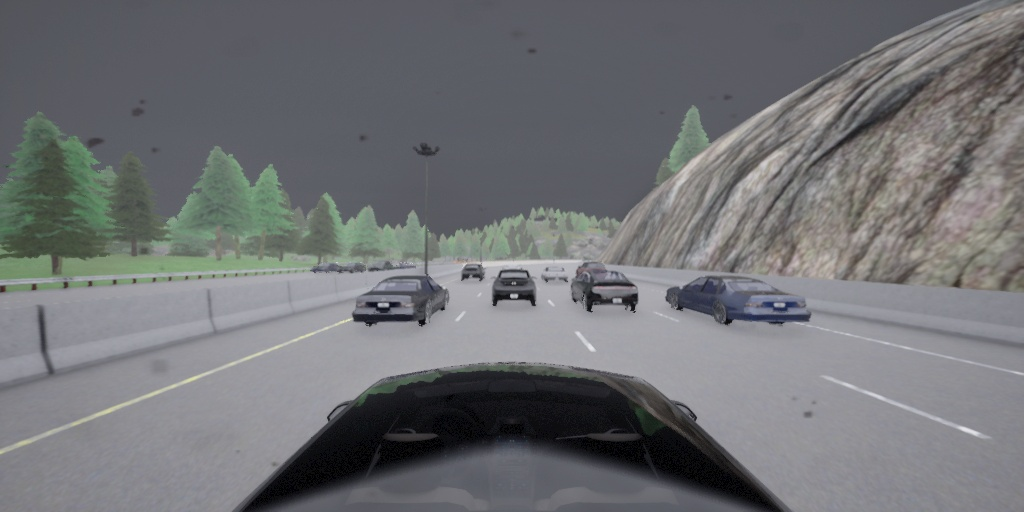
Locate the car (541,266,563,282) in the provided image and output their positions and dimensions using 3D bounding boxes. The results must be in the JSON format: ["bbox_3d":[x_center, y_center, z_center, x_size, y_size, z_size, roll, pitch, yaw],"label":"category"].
[{"bbox_3d":[3.569,1.536,30.774,1.895,1.301,4.718,0,0,0],"label":"car"}]

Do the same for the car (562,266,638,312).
[{"bbox_3d":[3.587,1.324,14.635,2.128,1.511,4.902,0,0,0],"label":"car"}]

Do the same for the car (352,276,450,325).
[{"bbox_3d":[-3.409,1.363,11.992,2.033,1.411,5.357,0,0,0],"label":"car"}]

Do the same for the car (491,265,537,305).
[{"bbox_3d":[0.085,1.350,16.567,1.837,1.490,4.892,0,0,0],"label":"car"}]

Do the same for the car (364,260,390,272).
[{"bbox_3d":[-17.584,1.398,48.191,2.097,1.767,4.553,0,0,1],"label":"car"}]

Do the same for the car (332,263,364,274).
[{"bbox_3d":[-21.119,1.590,47.454,2.033,1.411,5.357,0,0,0],"label":"car"}]

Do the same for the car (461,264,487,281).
[{"bbox_3d":[-3.433,1.451,32.395,1.837,1.490,4.892,0,0,0],"label":"car"}]

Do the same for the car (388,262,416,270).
[{"bbox_3d":[-14.116,1.640,46.916,1.895,1.301,4.718,0,0,0],"label":"car"}]

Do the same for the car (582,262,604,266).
[{"bbox_3d":[7.067,1.296,32.077,2.097,1.767,4.553,0,0,0],"label":"car"}]

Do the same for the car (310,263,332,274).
[{"bbox_3d":[-24.594,1.593,47.853,2.033,1.411,5.357,0,0,1],"label":"car"}]

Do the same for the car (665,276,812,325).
[{"bbox_3d":[7.091,1.363,12.020,2.033,1.411,5.357,0,0,0],"label":"car"}]
